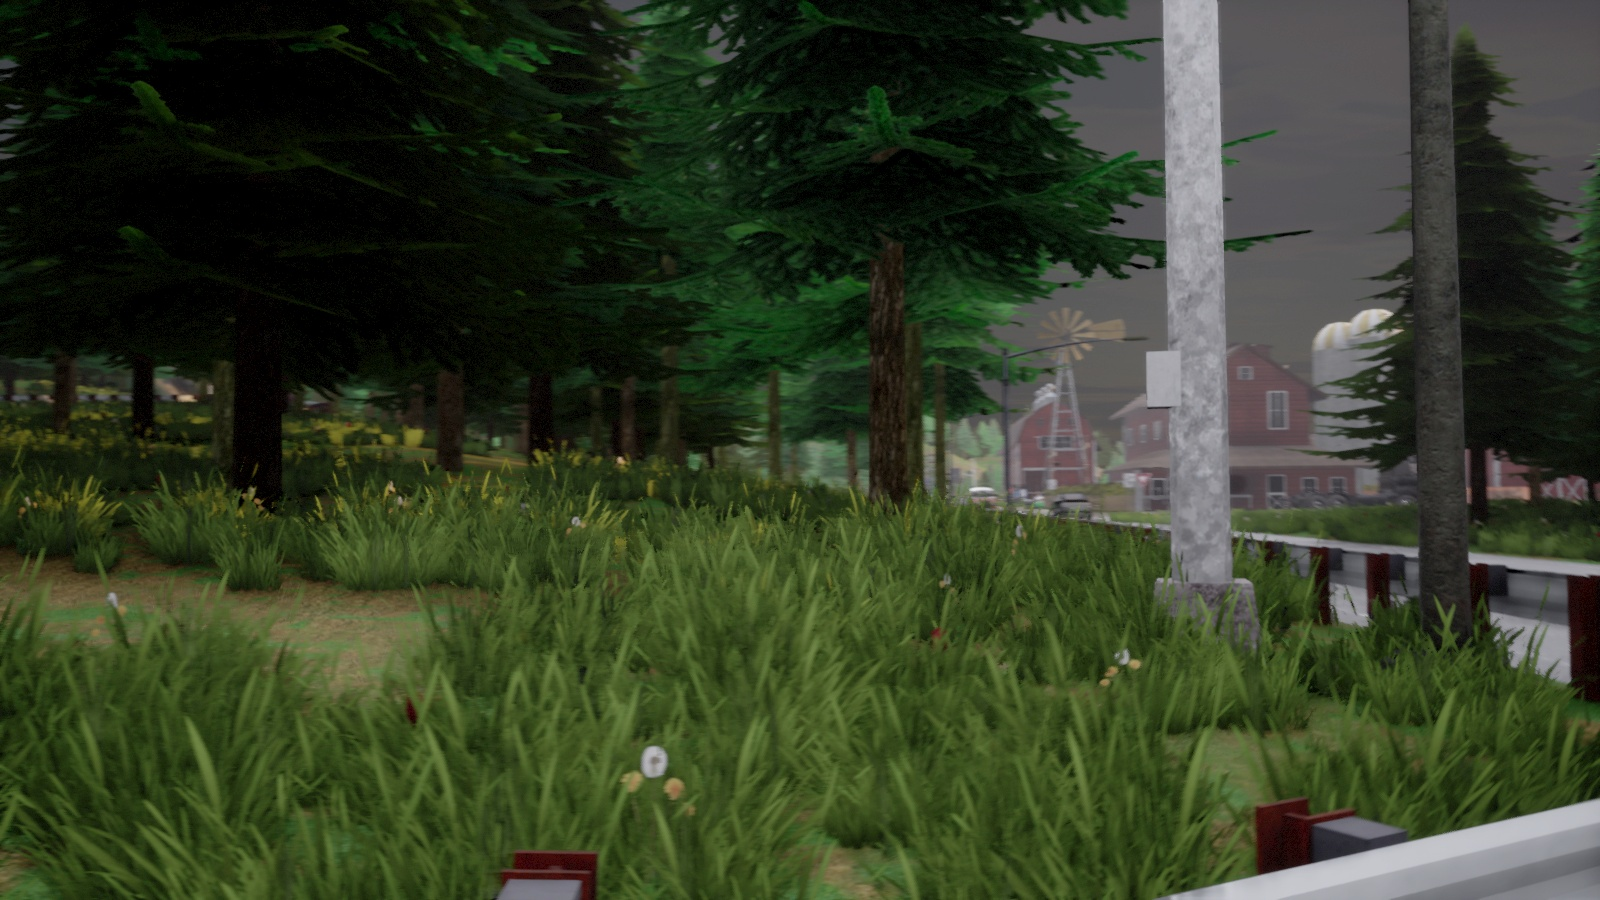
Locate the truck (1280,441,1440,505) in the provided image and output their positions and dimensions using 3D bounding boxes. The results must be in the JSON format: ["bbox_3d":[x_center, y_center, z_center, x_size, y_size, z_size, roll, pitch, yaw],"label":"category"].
[{"bbox_3d":[32.746,1.371,73.729,7.936,3.462,2.891,-2,-2,4],"label":"truck"}]

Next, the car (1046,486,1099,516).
[{"bbox_3d":[15.069,2.791,69.706,2.128,1.511,4.902,-2,-2,4],"label":"car"}]

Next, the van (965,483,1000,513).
[{"bbox_3d":[12.892,3.402,88.839,2.069,2.038,4.480,-2,-2,4],"label":"van"}]
